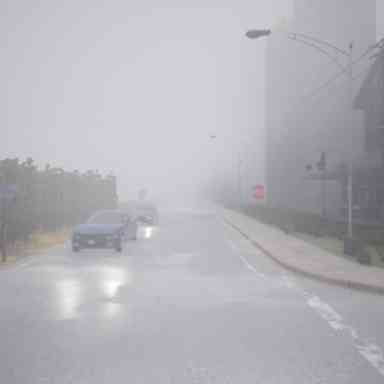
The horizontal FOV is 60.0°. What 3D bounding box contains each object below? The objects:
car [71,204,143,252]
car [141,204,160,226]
[{"bbox_3d":[-3.578,1.523,14.372,1.882,1.535,5.008,0,0,0],"label":"car"},{"bbox_3d":[-3.506,1.630,24.623,2.033,1.411,5.357,0,0,1],"label":"car"}]
